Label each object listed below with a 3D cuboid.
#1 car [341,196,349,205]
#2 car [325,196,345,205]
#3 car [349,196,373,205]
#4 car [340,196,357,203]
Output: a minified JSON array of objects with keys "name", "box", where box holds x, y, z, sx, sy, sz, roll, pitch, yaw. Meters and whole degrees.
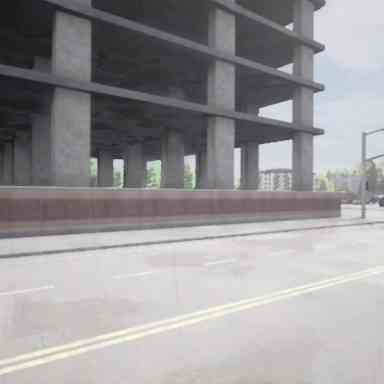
[{"name":"car","box":[33.169,2.011,71.033,3.905,1.438,1.784,1,0,-35]},{"name":"car","box":[31.579,1.800,73.196,4.605,1.855,1.932,1,0,-35]},{"name":"car","box":[34.840,2.043,68.670,3.806,1.475,1.970,1,0,-35]},{"name":"car","box":[40.665,1.944,86.427,4.605,1.855,1.932,1,0,-35]}]
